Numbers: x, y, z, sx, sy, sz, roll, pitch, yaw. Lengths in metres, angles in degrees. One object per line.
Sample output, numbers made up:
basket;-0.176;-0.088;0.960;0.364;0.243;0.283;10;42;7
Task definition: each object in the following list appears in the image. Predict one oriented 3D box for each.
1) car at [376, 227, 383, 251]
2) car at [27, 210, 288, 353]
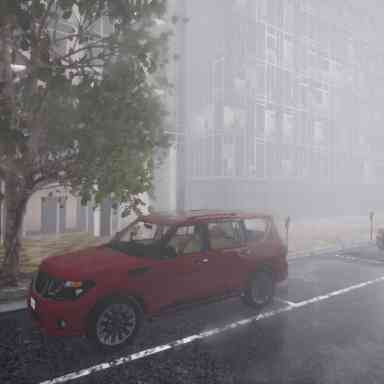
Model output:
car;8.905;1.547;12.935;4.507;1.381;1.887;0;1;-36
car;-0.291;1.316;6.344;5.009;1.841;2.192;0;1;-36
